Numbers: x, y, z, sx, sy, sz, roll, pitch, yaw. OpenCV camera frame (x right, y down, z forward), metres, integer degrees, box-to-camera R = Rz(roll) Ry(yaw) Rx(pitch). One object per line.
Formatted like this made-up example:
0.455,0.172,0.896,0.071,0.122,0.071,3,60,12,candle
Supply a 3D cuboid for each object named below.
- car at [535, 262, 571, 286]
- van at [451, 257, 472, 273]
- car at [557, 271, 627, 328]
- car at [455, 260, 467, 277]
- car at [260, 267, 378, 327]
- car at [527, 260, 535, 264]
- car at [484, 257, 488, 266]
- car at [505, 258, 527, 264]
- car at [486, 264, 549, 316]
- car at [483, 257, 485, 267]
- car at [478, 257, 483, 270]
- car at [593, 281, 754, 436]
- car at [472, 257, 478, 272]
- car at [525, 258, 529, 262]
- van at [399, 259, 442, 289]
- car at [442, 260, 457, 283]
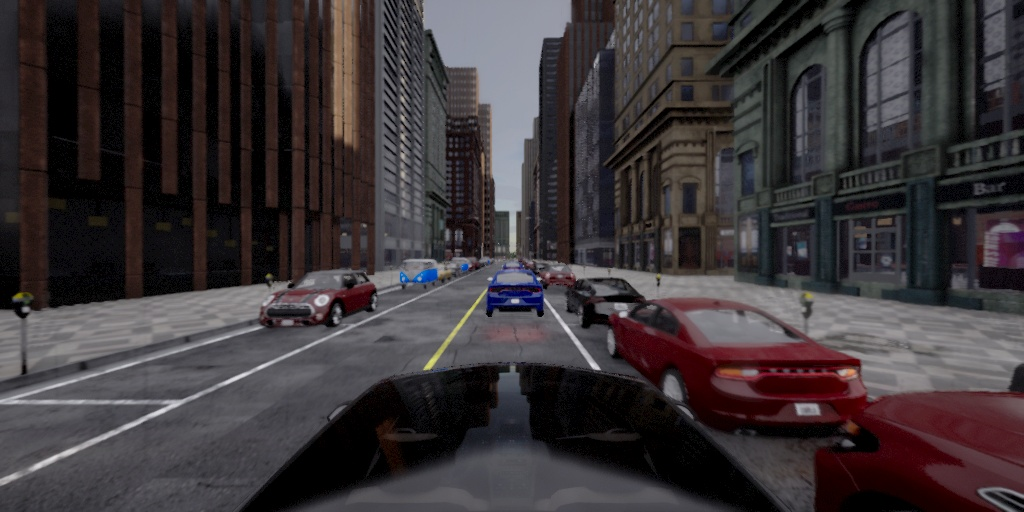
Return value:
2.762,1.183,22.479,1.967,1.591,4.097,0,0,0,car
-5.763,1.082,39.382,1.690,1.789,3.998,0,0,0,van
2.762,1.312,11.208,1.948,1.339,4.313,0,0,0,car
-5.763,1.292,33.745,2.007,1.370,4.403,0,0,0,car
-5.763,1.186,11.199,1.967,1.591,4.097,0,0,0,car
2.762,1.307,33.752,1.948,1.339,4.313,0,0,0,car
-5.762,1.309,61.928,1.948,1.339,4.313,0,0,0,car
0.100,1.219,31.552,1.882,1.535,5.008,0,0,0,car
0.100,1.223,13.431,1.882,1.535,5.008,0,0,0,car
-5.762,1.309,56.292,1.948,1.339,4.313,0,0,0,car
-5.763,1.057,50.655,2.192,1.841,5.009,0,0,0,car
2.762,1.294,5.571,1.888,1.381,4.507,0,0,0,car
-5.763,1.182,45.018,1.967,1.591,4.097,0,0,0,car
2.763,1.324,50.661,1.802,1.307,4.207,0,0,0,car
-5.763,1.084,22.472,1.690,1.789,3.998,0,0,0,van
-5.763,1.267,27.939,1.751,1.417,4.829,0,0,0,car
